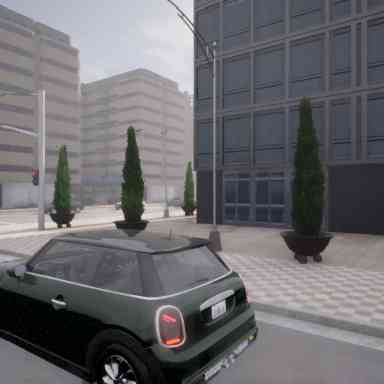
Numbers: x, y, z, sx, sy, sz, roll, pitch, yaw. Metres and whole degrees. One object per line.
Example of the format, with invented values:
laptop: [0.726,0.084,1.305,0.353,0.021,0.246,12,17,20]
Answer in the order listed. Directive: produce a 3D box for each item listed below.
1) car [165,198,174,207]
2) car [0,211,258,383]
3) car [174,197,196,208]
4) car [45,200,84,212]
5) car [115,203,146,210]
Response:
car: [-2.196,1.560,52.707,1.837,1.490,4.892,0,0,35]
car: [-1.424,1.352,5.009,4.553,1.767,2.097,0,0,35]
car: [-0.103,1.656,49.288,1.895,1.301,4.718,0,0,35]
car: [-14.041,1.560,35.949,1.837,1.490,4.892,0,0,35]
car: [-8.145,1.581,44.288,1.812,1.442,4.674,0,0,35]
